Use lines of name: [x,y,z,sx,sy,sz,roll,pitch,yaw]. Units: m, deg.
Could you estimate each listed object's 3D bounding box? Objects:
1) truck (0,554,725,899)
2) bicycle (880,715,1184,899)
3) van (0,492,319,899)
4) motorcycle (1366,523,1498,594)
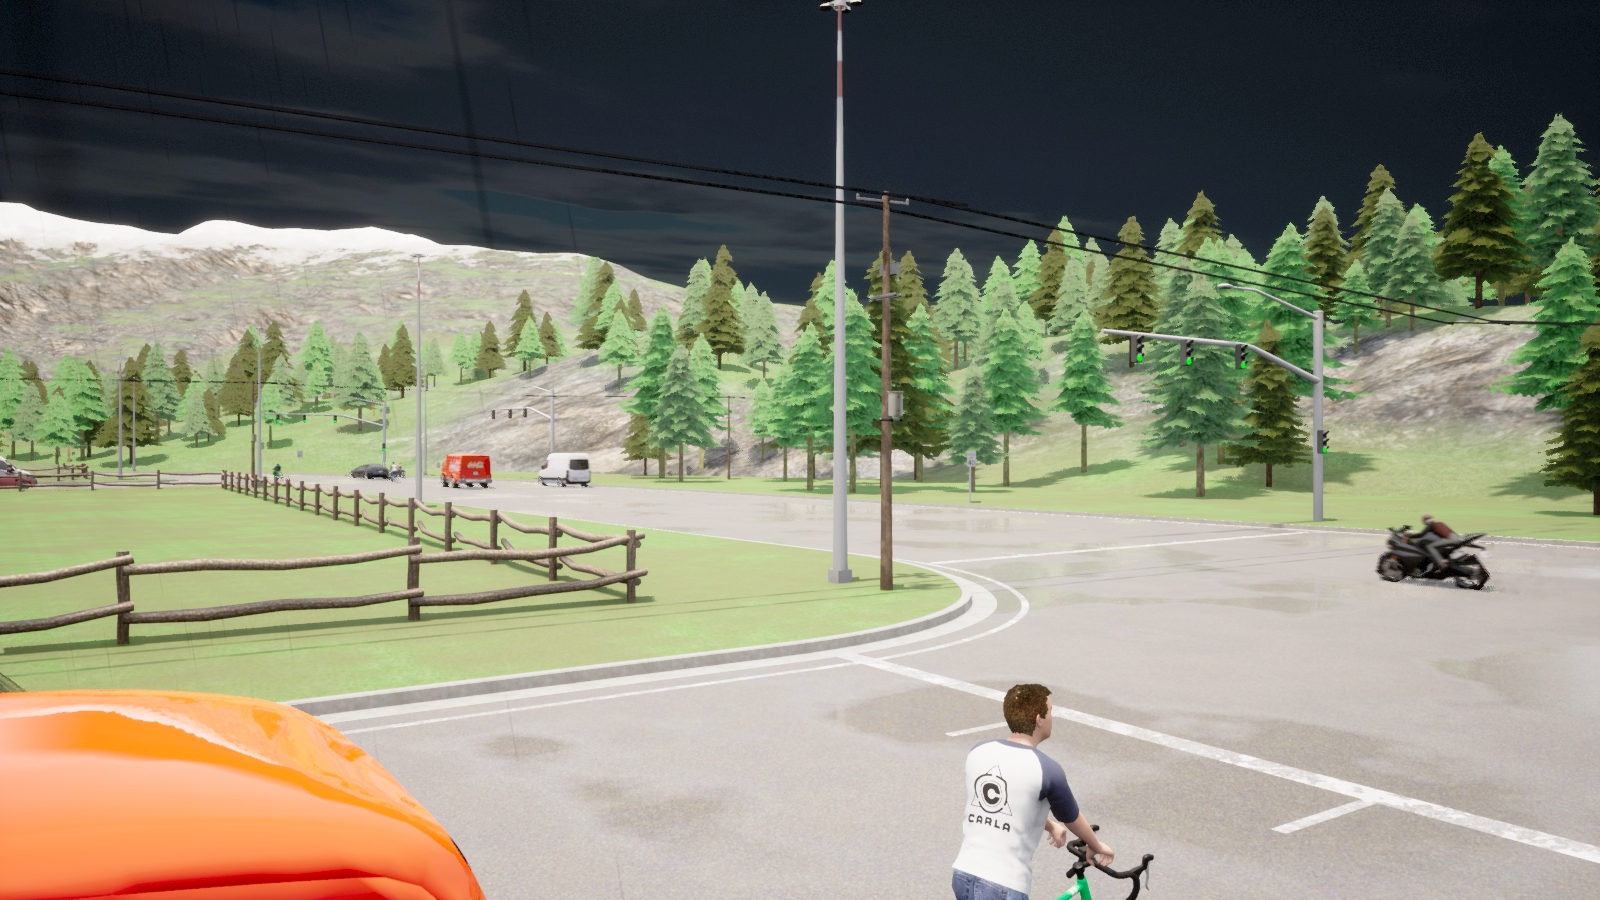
truck: [-3.062,1.541,1.721,5.204,2.467,2.627,2,-1,-34]
bicycle: [1.060,2.053,4.957,1.643,1.496,0.373,0,0,-41]
van: [-5.215,1.535,4.399,5.915,2.561,1.988,0,0,-35]
motorcycle: [12.915,2.189,23.410,0.867,1.251,2.209,0,0,-35]
